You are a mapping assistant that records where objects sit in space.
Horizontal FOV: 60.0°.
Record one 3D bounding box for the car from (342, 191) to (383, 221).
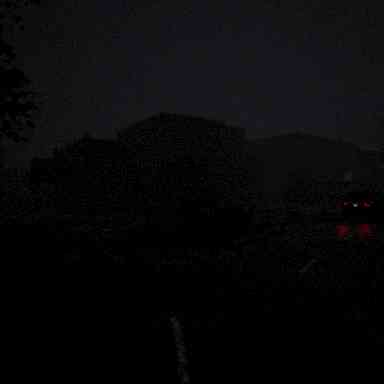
[{"bbox_3d":[13.061,0.960,24.816,2.150,2.045,5.566,0,1,43],"label":"car"}]
